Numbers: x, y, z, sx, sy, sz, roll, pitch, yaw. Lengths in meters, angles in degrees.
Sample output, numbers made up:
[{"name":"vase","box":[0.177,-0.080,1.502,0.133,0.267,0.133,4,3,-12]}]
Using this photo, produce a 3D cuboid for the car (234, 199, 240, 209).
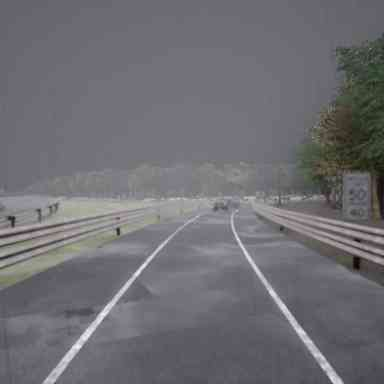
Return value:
[{"name":"car","box":[6.483,1.824,53.138,2.128,1.511,4.902,0,0,19]}]

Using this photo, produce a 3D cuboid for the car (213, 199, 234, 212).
[{"name":"car","box":[3.907,1.790,43.194,1.837,1.490,4.892,0,0,14]}]

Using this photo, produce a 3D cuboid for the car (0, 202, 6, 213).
[{"name":"car","box":[-30.532,2.287,51.923,2.097,1.767,4.553,0,-1,-20]}]
